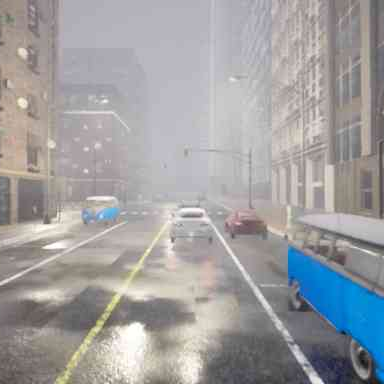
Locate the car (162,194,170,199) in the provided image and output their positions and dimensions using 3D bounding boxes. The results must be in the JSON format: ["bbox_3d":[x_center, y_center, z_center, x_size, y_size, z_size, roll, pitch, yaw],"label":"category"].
[{"bbox_3d":[-6.389,1.088,82.469,1.802,1.307,4.206,1,0,0],"label":"car"}]

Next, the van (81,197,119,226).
[{"bbox_3d":[-5.952,1.210,21.935,1.690,1.788,3.998,1,0,0],"label":"van"}]

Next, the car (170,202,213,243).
[{"bbox_3d":[-0.031,1.434,15.502,1.812,1.442,4.674,0,0,0],"label":"car"}]

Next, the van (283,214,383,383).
[{"bbox_3d":[2.660,1.312,5.024,1.690,1.788,3.998,1,0,0],"label":"van"}]

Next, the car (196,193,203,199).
[{"bbox_3d":[1.942,1.056,88.198,1.802,1.307,4.206,1,0,0],"label":"car"}]

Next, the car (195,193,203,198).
[{"bbox_3d":[1.894,0.990,93.852,2.008,1.369,4.403,1,0,0],"label":"car"}]

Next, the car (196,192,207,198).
[{"bbox_3d":[2.136,1.192,65.580,1.802,1.307,4.206,1,0,0],"label":"car"}]

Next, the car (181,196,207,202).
[{"bbox_3d":[-0.150,1.349,26.177,2.163,1.488,4.792,0,0,-1],"label":"car"}]

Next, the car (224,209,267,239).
[{"bbox_3d":[2.559,1.486,16.326,1.802,1.307,4.206,1,0,0],"label":"car"}]

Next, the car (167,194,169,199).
[{"bbox_3d":[-6.243,1.159,65.506,2.008,1.369,4.403,1,0,0],"label":"car"}]

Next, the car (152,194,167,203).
[{"bbox_3d":[-6.194,1.193,59.852,2.008,1.369,4.403,1,0,0],"label":"car"}]
